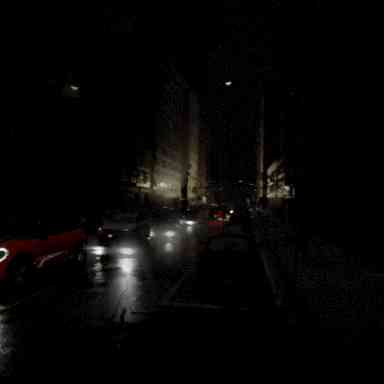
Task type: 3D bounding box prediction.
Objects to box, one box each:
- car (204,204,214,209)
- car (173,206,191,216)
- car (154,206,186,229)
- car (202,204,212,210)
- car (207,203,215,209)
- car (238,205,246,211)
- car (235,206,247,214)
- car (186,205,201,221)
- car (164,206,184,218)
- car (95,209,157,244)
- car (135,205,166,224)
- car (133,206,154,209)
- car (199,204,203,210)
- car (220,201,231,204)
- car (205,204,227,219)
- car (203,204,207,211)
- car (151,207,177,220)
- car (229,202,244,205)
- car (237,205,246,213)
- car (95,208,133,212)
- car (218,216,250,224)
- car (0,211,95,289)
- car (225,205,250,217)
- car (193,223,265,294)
[{"bbox_3d":[4.516,3.766,87.235,2.008,1.369,4.403,1,-1,9],"label":"car"},{"bbox_3d":[-1.416,2.724,48.992,1.947,1.339,4.313,1,-1,9],"label":"car"},{"bbox_3d":[-2.135,2.101,27.498,1.882,1.535,5.008,1,-1,9],"label":"car"},{"bbox_3d":[3.669,3.609,81.772,1.887,1.381,4.507,1,-1,9],"label":"car"},{"bbox_3d":[5.363,3.910,92.699,1.887,1.381,4.507,1,-1,9],"label":"car"},{"bbox_3d":[12.092,3.771,80.470,1.887,1.381,4.507,0,-1,9],"label":"car"},{"bbox_3d":[8.704,3.189,58.621,1.947,1.339,4.313,0,-1,9],"label":"car"},{"bbox_3d":[-0.583,2.460,37.356,1.994,1.385,4.181,1,-1,9],"label":"car"},{"bbox_3d":[-2.263,2.588,43.528,1.802,1.307,4.206,1,-1,9],"label":"car"},{"bbox_3d":[-3.570,1.896,18.321,1.812,1.442,4.674,1,-1,9],"label":"car"},{"bbox_3d":[-3.956,2.144,32.605,1.967,1.590,4.097,1,-1,9],"label":"car"},{"bbox_3d":[-4.803,1.993,27.142,1.967,1.590,4.097,1,-1,9],"label":"car"},{"bbox_3d":[0.279,3.012,59.919,2.008,1.369,4.403,1,-1,9],"label":"car"},{"bbox_3d":[4.793,2.720,51.814,2.097,1.767,4.553,1,-1,9],"label":"car"},{"bbox_3d":[3.099,2.566,40.698,1.837,1.490,4.892,1,-1,9],"label":"car"},{"bbox_3d":[1.974,3.329,70.845,1.947,1.339,4.313,1,-1,9],"label":"car"},{"bbox_3d":[-3.111,2.421,38.065,1.947,1.339,4.313,1,-1,9],"label":"car"},{"bbox_3d":[6.165,2.483,42.242,2.192,1.841,5.009,0,-1,9],"label":"car"},{"bbox_3d":[9.577,3.304,64.252,1.752,1.417,4.829,0,-1,9],"label":"car"},{"bbox_3d":[-5.651,1.843,21.679,1.967,1.590,4.097,1,-1,9],"label":"car"},{"bbox_3d":[1.926,1.997,14.926,1.802,1.307,4.206,1,-1,9],"label":"car"},{"bbox_3d":[-4.912,1.484,9.617,2.097,1.767,4.553,1,-1,9],"label":"car"},{"bbox_3d":[4.469,2.306,31.315,1.967,1.590,4.097,0,-1,9],"label":"car"},{"bbox_3d":[1.079,1.816,9.465,2.008,1.369,4.403,1,-1,9],"label":"car"}]
